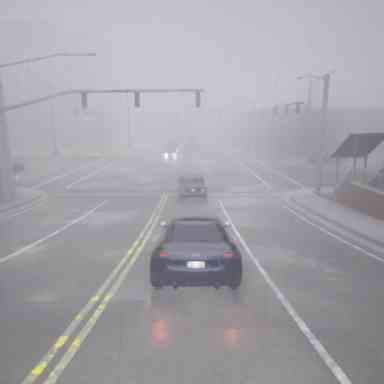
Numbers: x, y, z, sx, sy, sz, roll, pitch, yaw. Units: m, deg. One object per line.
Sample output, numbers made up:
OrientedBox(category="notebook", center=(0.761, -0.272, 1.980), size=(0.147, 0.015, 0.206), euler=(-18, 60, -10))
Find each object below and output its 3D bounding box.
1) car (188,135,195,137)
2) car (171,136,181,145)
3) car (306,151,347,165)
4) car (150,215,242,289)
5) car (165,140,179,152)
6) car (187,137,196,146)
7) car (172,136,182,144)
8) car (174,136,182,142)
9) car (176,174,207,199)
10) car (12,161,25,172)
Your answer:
OrientedBox(category="car", center=(-0.119, -15.100, 92.588), size=(1.812, 1.442, 4.674), euler=(0, 12, 0))
OrientedBox(category="car", center=(-3.598, -11.941, 76.592), size=(2.097, 1.767, 4.553), euler=(0, 12, 0))
OrientedBox(category="car", center=(16.067, -4.109, 39.850), size=(4.674, 1.442, 1.812), euler=(0, 12, 0))
OrientedBox(category="car", center=(0.087, 1.265, 8.559), size=(1.994, 1.385, 4.181), euler=(0, 4, 0))
OrientedBox(category="car", center=(-3.646, -7.663, 57.260), size=(1.895, 1.301, 4.718), euler=(0, 12, -2))
OrientedBox(category="car", center=(-0.027, -10.294, 69.882), size=(1.895, 1.301, 4.718), euler=(0, 12, 0))
OrientedBox(category="car", center=(-3.586, -9.788, 66.923), size=(2.128, 1.511, 4.902), euler=(0, 12, 0))
OrientedBox(category="car", center=(-3.611, -13.846, 86.565), size=(1.812, 1.442, 4.674), euler=(0, 12, 0))
OrientedBox(category="car", center=(-0.036, -0.494, 22.437), size=(2.033, 1.411, 5.357), euler=(0, 10, -2))
OrientedBox(category="car", center=(-19.186, -2.707, 32.849), size=(5.008, 1.535, 1.882), euler=(0, 12, 0))
